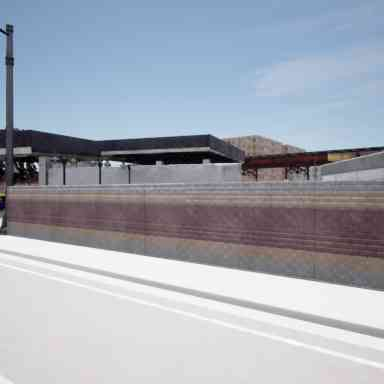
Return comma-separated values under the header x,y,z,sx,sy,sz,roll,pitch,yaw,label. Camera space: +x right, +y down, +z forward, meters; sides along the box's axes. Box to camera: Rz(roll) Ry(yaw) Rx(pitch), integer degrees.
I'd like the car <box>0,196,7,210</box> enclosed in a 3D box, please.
x,y,z,sx,sy,sz,roll,pitch,yaw,label
-20.626,1.295,39.464,2.242,1.667,4.611,0,0,37,car
